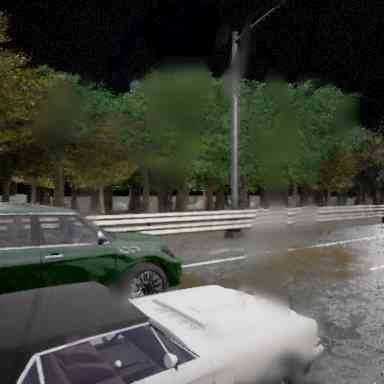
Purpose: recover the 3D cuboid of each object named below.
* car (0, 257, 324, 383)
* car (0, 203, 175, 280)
[{"bbox_3d":[-0.854,1.604,3.141,4.718,1.301,1.895,0,0,-36],"label":"car"},{"bbox_3d":[-2.866,1.225,6.021,5.566,2.045,2.150,0,0,-36],"label":"car"}]
